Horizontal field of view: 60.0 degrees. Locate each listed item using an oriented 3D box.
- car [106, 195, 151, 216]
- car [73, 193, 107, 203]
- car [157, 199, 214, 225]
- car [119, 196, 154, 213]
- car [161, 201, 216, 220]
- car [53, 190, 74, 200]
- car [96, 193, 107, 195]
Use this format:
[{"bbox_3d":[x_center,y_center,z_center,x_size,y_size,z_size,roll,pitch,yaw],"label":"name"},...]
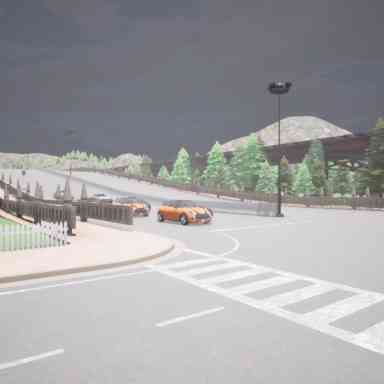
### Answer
[{"bbox_3d":[-5.815,1.321,30.920,2.097,1.767,4.553,0,1,-37],"label":"car"},{"bbox_3d":[-11.829,1.226,38.852,1.895,1.301,4.718,0,3,-37],"label":"car"},{"bbox_3d":[-0.606,1.350,24.069,2.097,1.767,4.553,0,0,-37],"label":"car"},{"bbox_3d":[-6.349,1.334,37.414,1.837,1.490,4.892,0,2,-37],"label":"car"},{"bbox_3d":[-0.429,1.538,29.619,2.033,1.411,5.357,0,0,-37],"label":"car"},{"bbox_3d":[-18.243,0.387,47.421,1.895,1.301,4.718,0,6,-37],"label":"car"},{"bbox_3d":[-12.398,0.847,45.432,1.895,1.301,4.718,0,5,-37],"label":"car"}]
